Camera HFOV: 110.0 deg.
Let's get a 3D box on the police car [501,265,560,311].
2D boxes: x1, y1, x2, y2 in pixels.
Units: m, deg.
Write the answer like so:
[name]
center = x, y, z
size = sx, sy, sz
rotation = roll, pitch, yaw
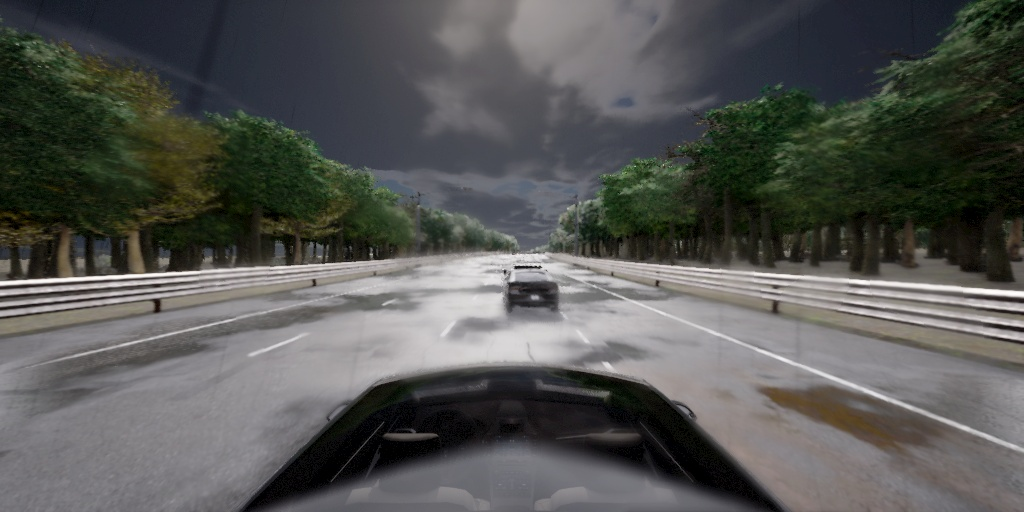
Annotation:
[police car]
center = 0.627, 1.193, 14.512
size = 1.930, 1.638, 5.238
rotation = 0, 0, -3
